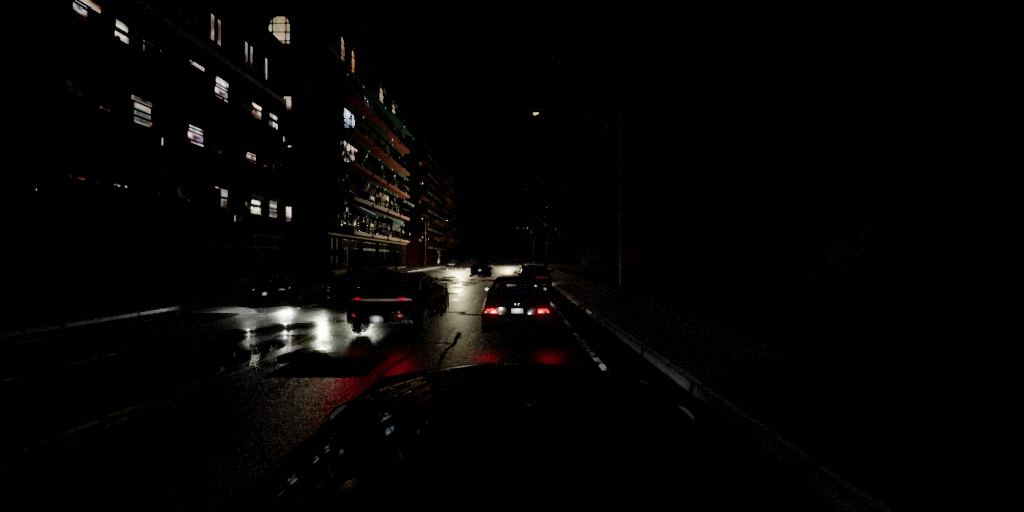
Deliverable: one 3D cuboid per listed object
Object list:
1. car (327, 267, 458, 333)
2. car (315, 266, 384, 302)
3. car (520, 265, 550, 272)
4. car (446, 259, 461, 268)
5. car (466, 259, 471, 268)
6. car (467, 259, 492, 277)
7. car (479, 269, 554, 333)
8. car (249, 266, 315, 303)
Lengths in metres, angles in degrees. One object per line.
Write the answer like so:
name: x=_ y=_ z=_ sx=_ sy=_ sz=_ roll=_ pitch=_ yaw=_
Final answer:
car: x=-3.132 y=1.243 z=10.720 sx=2.128 sy=1.511 sz=4.902 roll=0 pitch=0 yaw=0
car: x=-6.571 y=1.230 z=16.345 sx=1.882 sy=1.535 sz=5.008 roll=0 pitch=0 yaw=0
car: x=1.173 y=1.258 z=20.374 sx=1.837 sy=1.490 sz=4.892 roll=0 pitch=0 yaw=0
car: x=-9.718 y=1.278 z=59.710 sx=1.812 sy=1.442 sz=4.674 roll=0 pitch=0 yaw=0
car: x=-6.469 y=1.259 z=59.578 sx=1.837 sy=1.490 sz=4.892 roll=0 pitch=0 yaw=0
car: x=-3.083 y=1.318 z=36.300 sx=1.994 sy=1.385 sz=4.181 roll=0 pitch=0 yaw=0
car: x=0.120 y=1.299 z=10.686 sx=2.033 sy=1.411 sz=5.357 roll=0 pitch=0 yaw=0
car: x=-9.821 y=1.257 z=16.652 sx=1.837 sy=1.490 sz=4.892 roll=0 pitch=0 yaw=0
